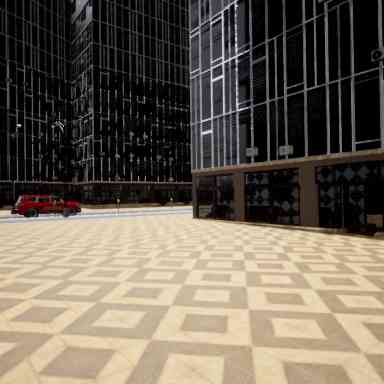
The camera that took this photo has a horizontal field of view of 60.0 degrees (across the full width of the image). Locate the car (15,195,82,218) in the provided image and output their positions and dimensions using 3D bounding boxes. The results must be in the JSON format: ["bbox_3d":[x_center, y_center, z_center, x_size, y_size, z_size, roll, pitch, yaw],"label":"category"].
[{"bbox_3d":[-11.773,1.188,27.332,5.009,1.841,2.192,0,-1,-37],"label":"car"}]
